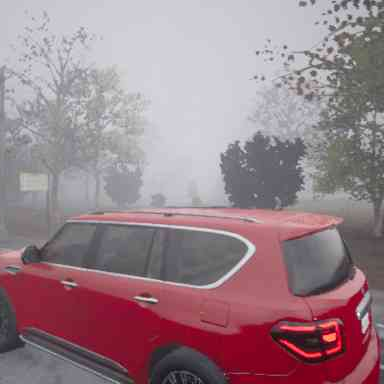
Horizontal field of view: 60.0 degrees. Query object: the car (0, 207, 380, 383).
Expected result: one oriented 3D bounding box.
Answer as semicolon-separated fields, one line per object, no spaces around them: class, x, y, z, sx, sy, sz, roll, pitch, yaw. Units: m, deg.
car;-0.669;1.221;4.466;5.566;2.045;2.150;0;0;35
